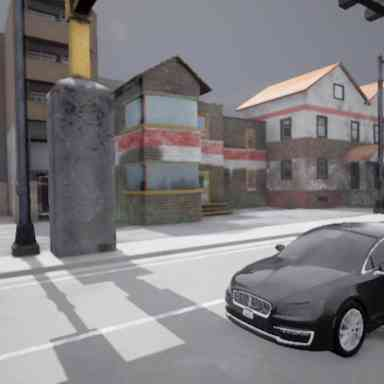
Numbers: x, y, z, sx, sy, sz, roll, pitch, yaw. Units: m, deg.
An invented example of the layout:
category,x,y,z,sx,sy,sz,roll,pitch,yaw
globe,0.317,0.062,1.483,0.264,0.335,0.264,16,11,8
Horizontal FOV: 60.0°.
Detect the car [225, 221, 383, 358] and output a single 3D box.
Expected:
category,x,y,z,sx,sy,sz,roll,pitch,yaw
car,2.789,1.339,5.819,4.892,1.490,1.837,-2,1,-33
